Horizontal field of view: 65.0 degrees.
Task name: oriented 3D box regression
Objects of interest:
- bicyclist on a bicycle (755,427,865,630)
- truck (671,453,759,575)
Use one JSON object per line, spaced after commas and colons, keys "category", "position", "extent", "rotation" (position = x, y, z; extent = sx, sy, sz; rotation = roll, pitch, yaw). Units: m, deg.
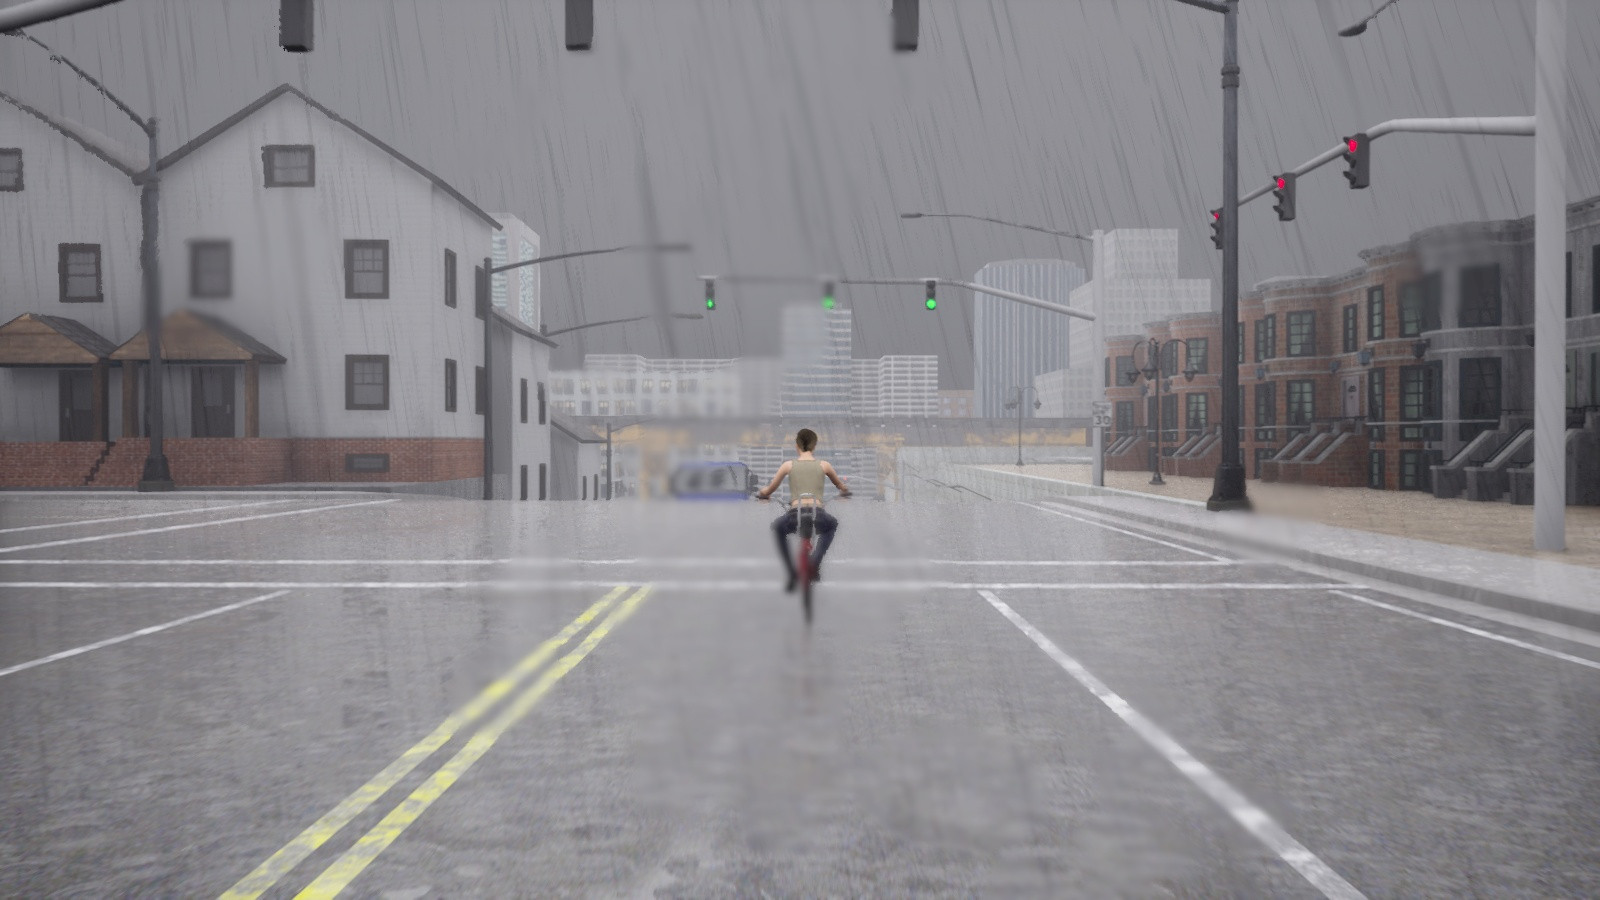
{"category": "bicyclist on a bicycle", "position": [0.057, 0.622, 10.798], "extent": [0.866, 1.612, 1.509], "rotation": [-1, 0, -2]}
{"category": "truck", "position": [-3.209, 2.706, 49.500], "extent": [2.891, 3.462, 7.936], "rotation": [-1, -13, 0]}
